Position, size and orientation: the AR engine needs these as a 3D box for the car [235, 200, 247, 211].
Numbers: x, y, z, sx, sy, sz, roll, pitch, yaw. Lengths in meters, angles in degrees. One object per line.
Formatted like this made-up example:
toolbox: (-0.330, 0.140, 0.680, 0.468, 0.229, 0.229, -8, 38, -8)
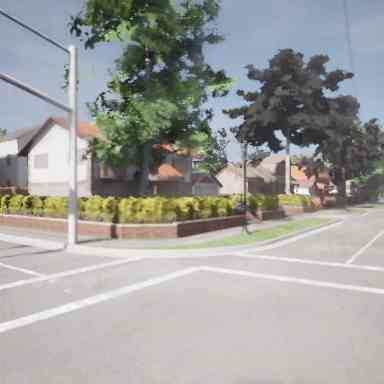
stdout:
car: (3.567, 1.176, 33.898, 3.806, 1.475, 1.970, 0, 0, 36)
